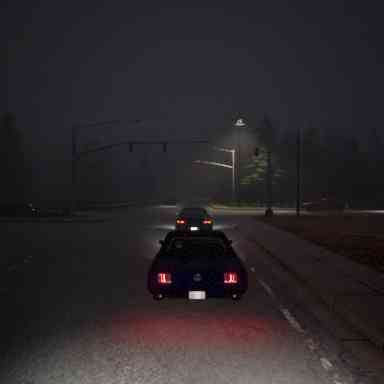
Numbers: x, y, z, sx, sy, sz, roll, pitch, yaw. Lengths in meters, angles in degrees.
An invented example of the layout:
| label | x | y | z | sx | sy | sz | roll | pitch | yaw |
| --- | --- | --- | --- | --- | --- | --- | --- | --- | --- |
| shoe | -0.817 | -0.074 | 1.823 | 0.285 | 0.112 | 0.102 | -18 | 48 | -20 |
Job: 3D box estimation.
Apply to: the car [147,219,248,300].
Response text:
| label | x | y | z | sx | sy | sz | roll | pitch | yaw |
| --- | --- | --- | --- | --- | --- | --- | --- | --- | --- |
| car | 0.099 | 1.595 | 8.299 | 1.895 | 1.301 | 4.718 | 0 | 0 | 0 |

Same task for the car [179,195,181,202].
| label | x | y | z | sx | sy | sz | roll | pitch | yaw |
| --- | --- | --- | --- | --- | --- | --- | --- | --- | --- |
| car | -3.548 | 1.514 | 63.809 | 1.994 | 1.385 | 4.181 | 0 | 0 | 1 |

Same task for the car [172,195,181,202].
| label | x | y | z | sx | sy | sz | roll | pitch | yaw |
| --- | --- | --- | --- | --- | --- | --- | --- | --- | --- |
| car | -3.418 | 1.420 | 74.114 | 1.882 | 1.535 | 5.008 | 0 | 0 | 1 |

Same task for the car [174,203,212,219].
| label | x | y | z | sx | sy | sz | roll | pitch | yaw |
| --- | --- | --- | --- | --- | --- | --- | --- | --- | --- |
| car | 0.100 | 1.509 | 17.354 | 1.812 | 1.442 | 4.674 | 0 | 0 | 0 |

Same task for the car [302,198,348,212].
| label | x | y | z | sx | sy | sz | roll | pitch | yaw |
| --- | --- | --- | --- | --- | --- | --- | --- | --- | --- |
| car | 15.153 | 1.468 | 38.084 | 5.008 | 1.535 | 1.882 | 0 | 0 | 1 |

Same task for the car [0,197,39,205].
| label | x | y | z | sx | sy | sz | roll | pitch | yaw |
| --- | --- | --- | --- | --- | --- | --- | --- | --- | --- |
| car | -18.340 | 1.359 | 34.987 | 4.553 | 1.767 | 2.097 | 0 | 0 | 1 |

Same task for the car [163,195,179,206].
| label | x | y | z | sx | sy | sz | roll | pitch | yaw |
| --- | --- | --- | --- | --- | --- | --- | --- | --- | --- |
| car | -3.592 | 1.522 | 54.541 | 1.994 | 1.385 | 4.181 | 0 | 0 | 0 |
